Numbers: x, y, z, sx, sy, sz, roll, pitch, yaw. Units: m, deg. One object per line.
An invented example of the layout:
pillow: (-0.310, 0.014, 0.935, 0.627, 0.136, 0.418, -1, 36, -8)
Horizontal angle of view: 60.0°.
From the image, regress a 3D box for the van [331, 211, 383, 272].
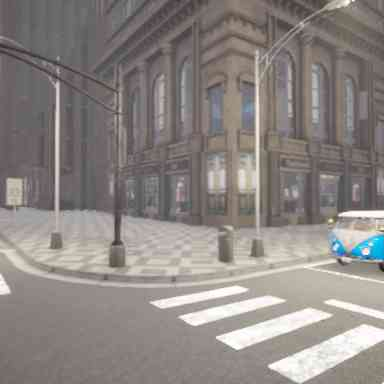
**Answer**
van: (6.337, 1.522, 11.174, 3.998, 1.788, 1.690, 1, -1, -35)
